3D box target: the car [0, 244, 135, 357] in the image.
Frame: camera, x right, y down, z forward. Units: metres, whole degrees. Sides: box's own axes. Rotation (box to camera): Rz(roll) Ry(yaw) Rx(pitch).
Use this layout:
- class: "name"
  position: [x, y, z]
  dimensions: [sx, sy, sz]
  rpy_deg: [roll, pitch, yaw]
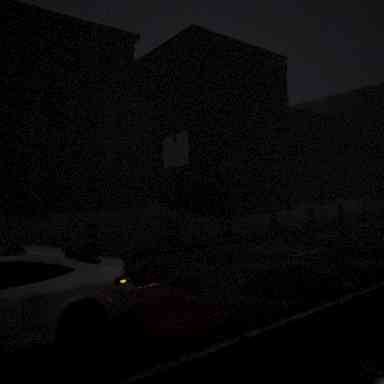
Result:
- class: "car"
  position: [-3.088, 1.533, 4.623]
  dimensions: [4.674, 1.442, 1.812]
  rpy_deg: [-1, 0, -36]
